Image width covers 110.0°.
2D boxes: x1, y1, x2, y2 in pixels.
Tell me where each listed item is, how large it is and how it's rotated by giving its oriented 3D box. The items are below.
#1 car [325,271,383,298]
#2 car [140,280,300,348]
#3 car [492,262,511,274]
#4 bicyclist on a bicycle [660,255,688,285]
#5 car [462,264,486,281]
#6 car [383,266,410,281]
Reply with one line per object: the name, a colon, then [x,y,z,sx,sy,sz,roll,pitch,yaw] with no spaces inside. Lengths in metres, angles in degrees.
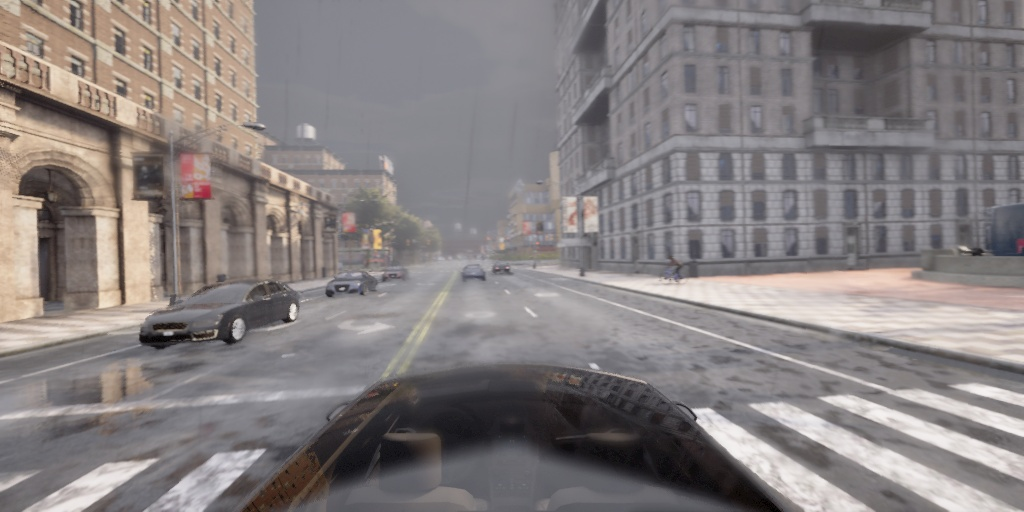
car: [-9.334,1.584,21.142,1.994,1.385,4.181,-2,0,-7]
car: [-7.992,1.489,10.429,1.837,1.490,4.892,-2,0,-7]
car: [-1.364,1.373,42.581,1.895,1.301,4.718,-2,0,-7]
bicyclist on a bicycle: [8.902,0.776,19.732,1.656,1.620,0.582,-2,0,-7]
car: [-3.394,1.401,31.594,1.994,1.385,4.181,-2,0,-7]
car: [-10.979,1.627,34.204,1.994,1.385,4.181,-2,0,-7]
